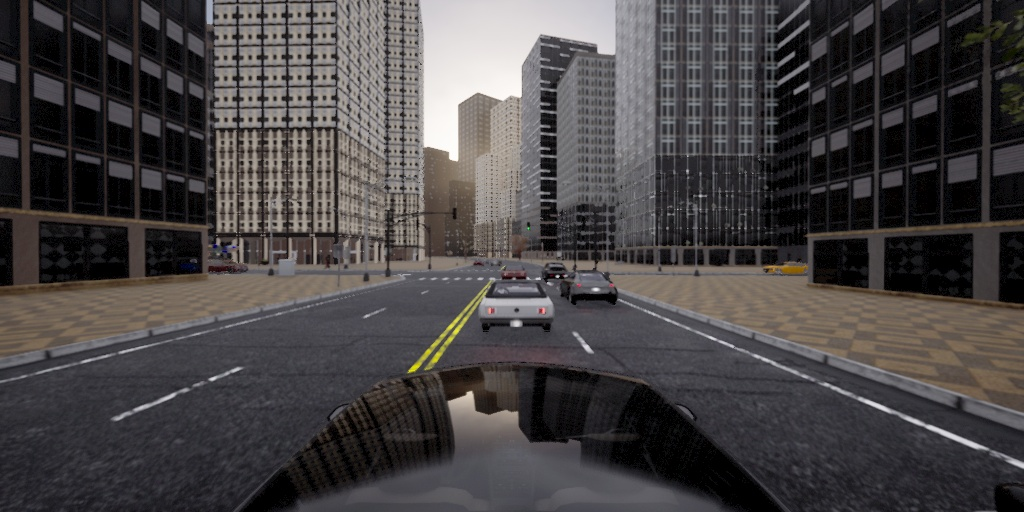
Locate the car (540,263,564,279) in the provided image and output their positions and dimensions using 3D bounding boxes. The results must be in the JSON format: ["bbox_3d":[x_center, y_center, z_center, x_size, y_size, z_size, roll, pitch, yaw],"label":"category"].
[{"bbox_3d":[3.408,1.283,29.191,1.837,1.490,4.892,0,0,0],"label":"car"}]

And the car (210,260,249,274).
[{"bbox_3d":[-31.452,1.182,39.181,4.674,1.442,1.812,0,0,2],"label":"car"}]

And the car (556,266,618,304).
[{"bbox_3d":[3.381,1.331,16.432,1.994,1.385,4.181,0,0,0],"label":"car"}]

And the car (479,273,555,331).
[{"bbox_3d":[0.119,1.364,10.953,1.895,1.301,4.718,0,0,0],"label":"car"}]

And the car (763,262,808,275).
[{"bbox_3d":[31.513,1.401,41.012,5.008,1.535,1.882,0,0,1],"label":"car"}]

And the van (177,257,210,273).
[{"bbox_3d":[-33.863,1.004,36.657,3.998,1.789,1.690,0,0,2],"label":"van"}]

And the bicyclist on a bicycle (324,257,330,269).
[{"bbox_3d":[-24.611,0.926,47.730,0.582,1.620,1.656,0,1,2],"label":"bicyclist on a bicycle"}]

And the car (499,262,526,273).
[{"bbox_3d":[0.155,1.379,28.631,1.895,1.301,4.718,0,0,0],"label":"car"}]
